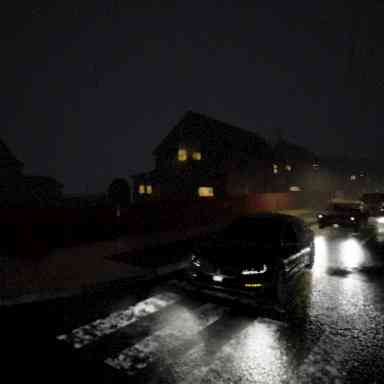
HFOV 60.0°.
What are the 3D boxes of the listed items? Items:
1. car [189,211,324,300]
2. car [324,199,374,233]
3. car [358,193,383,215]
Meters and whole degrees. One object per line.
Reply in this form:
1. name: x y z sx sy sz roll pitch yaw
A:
1. car: 1.754 1.327 8.283 1.837 1.490 4.892 2 2 32
2. car: 8.091 1.261 17.607 1.895 1.301 4.718 2 2 35
3. car: 14.681 0.855 26.921 2.097 1.767 4.553 2 2 35
